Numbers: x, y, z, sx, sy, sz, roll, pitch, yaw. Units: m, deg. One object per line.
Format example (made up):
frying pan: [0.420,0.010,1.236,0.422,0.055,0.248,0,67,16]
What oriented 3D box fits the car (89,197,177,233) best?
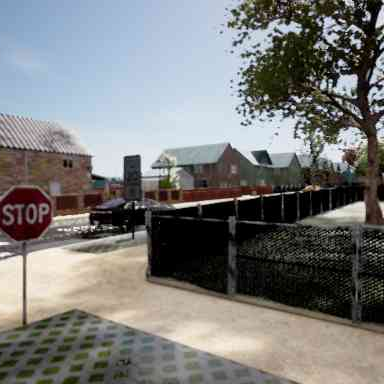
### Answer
car: [-2.663,0.998,16.189,2.128,1.511,4.902,-1,2,37]

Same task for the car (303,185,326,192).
car: [15.014,-0.075,40.328,1.882,1.535,5.008,-1,2,36]
